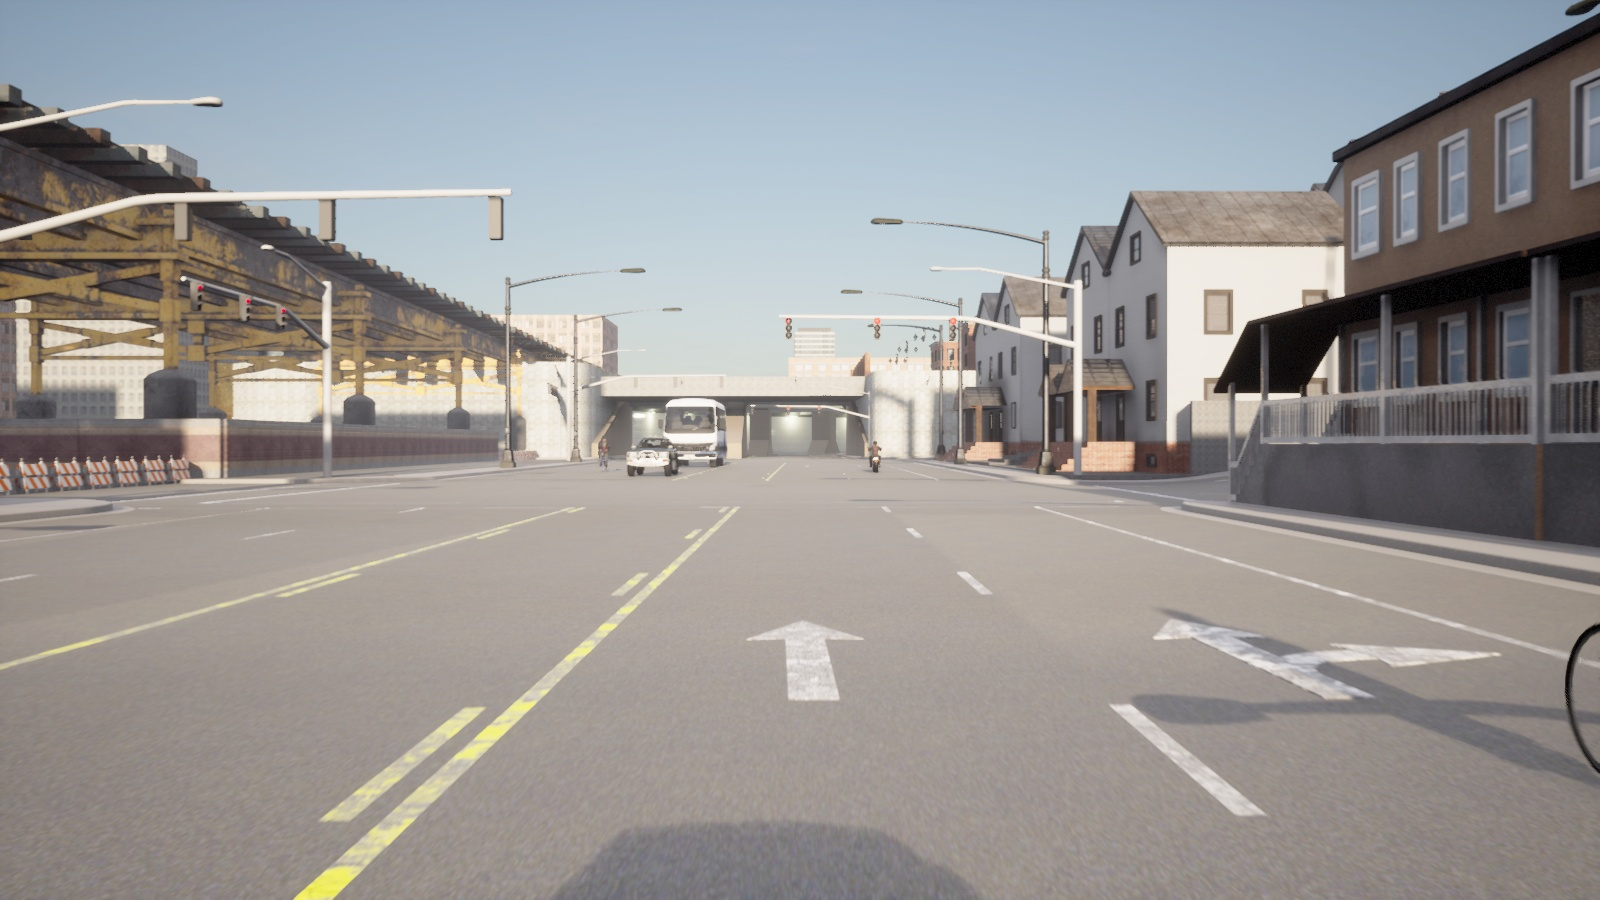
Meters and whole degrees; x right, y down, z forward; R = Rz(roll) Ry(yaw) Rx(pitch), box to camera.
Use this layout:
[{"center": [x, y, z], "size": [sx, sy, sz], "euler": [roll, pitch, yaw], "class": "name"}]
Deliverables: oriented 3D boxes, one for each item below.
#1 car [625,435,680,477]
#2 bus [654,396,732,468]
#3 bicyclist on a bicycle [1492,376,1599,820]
[{"center": [-6.656, 0.241, 57.017], "size": [1.932, 1.855, 4.605], "euler": [0, 0, 1], "class": "car"}, {"center": [-6.529, -1.072, 78.766], "size": [3.944, 4.253, 10.273], "euler": [0, 0, 1], "class": "bus"}, {"center": [3.525, 0.593, 4.890], "size": [0.659, 1.776, 1.843], "euler": [0, 1, 1], "class": "bicyclist on a bicycle"}]
